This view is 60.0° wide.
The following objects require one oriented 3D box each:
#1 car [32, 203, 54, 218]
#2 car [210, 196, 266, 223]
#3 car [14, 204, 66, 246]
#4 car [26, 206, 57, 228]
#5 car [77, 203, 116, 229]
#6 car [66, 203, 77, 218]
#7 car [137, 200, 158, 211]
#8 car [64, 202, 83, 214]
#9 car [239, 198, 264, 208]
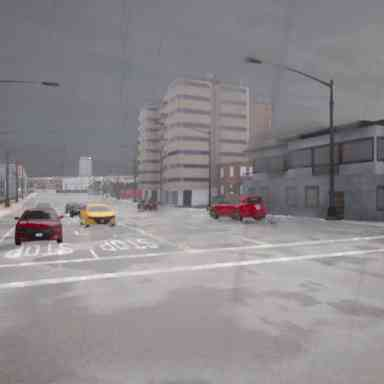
[{"bbox_3d":[-16.617,1.996,37.202,2.033,1.411,5.357,0,-1,-23],"label":"car"},{"bbox_3d":[3.602,1.345,27.022,2.150,2.045,5.566,0,-1,-29],"label":"car"},{"bbox_3d":[-7.296,1.524,15.966,1.882,1.535,5.008,0,-1,-24],"label":"car"},{"bbox_3d":[-11.059,1.774,24.519,1.895,1.301,4.718,0,-1,-24],"label":"car"},{"bbox_3d":[-6.602,1.594,23.075,1.882,1.535,5.008,0,-1,-24],"label":"car"},{"bbox_3d":[-11.516,1.911,34.277,1.994,1.385,4.181,0,-1,-24],"label":"car"},{"bbox_3d":[-6.728,1.923,49.706,2.097,1.767,4.553,0,-1,-24],"label":"car"},{"bbox_3d":[-15.869,2.111,44.264,2.033,1.411,5.357,0,-1,-23],"label":"car"},{"bbox_3d":[9.205,1.625,51.920,1.970,1.475,3.806,0,-1,-24],"label":"car"}]
